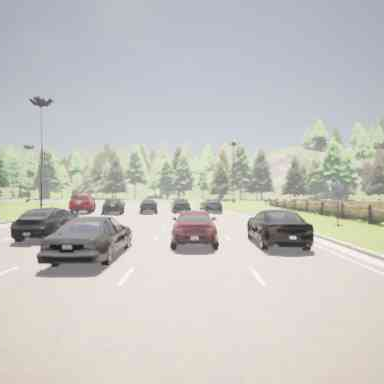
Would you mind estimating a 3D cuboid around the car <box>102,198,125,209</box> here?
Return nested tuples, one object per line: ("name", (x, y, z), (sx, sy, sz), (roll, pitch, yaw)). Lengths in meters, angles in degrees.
("car", (-8.120, 1.365, 34.638), (2.097, 1.767, 4.553), (0, 0, -9))

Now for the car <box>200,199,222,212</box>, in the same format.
("car", (2.072, 1.505, 37.390), (2.128, 1.511, 4.902), (0, 0, -9))

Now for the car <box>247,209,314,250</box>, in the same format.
("car", (3.597, 1.483, 14.315), (1.882, 1.535, 5.008), (0, 0, 0))

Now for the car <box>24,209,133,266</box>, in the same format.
("car", (-3.404, 1.552, 11.555), (2.033, 1.411, 5.357), (0, 0, 0))

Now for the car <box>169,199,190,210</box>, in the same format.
("car", (-1.379, 1.519, 37.006), (1.837, 1.490, 4.892), (1, 0, -10))

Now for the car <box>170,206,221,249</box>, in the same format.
("car", (0.098, 1.531, 14.501), (1.812, 1.442, 4.674), (0, 0, 0))

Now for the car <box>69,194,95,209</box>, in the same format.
("car", (-11.611, 1.234, 35.274), (2.150, 2.045, 5.566), (1, 0, -10))

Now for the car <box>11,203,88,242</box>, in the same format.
("car", (-6.906, 1.511, 16.278), (1.837, 1.490, 4.892), (0, 0, 0))

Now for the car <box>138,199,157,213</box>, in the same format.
("car", (-4.918, 1.518, 36.997), (1.837, 1.490, 4.892), (1, 0, -10))
